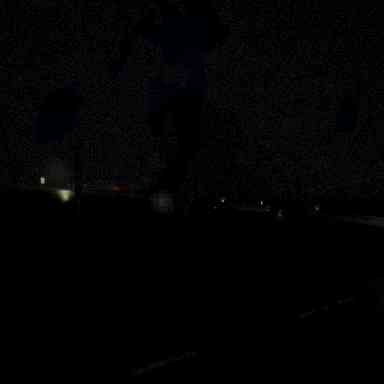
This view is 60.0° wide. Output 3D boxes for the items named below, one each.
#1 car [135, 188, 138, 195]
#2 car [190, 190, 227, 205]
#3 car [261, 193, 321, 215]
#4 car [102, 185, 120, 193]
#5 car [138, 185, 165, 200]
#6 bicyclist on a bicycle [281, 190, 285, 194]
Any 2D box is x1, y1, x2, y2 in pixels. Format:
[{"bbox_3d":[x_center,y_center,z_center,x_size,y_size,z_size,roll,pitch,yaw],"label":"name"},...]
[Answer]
[{"bbox_3d":[-7.105,-0.306,51.529,2.097,1.767,4.553,0,2,-35],"label":"car"},{"bbox_3d":[1.587,0.513,34.241,2.128,1.511,4.902,0,2,-35],"label":"car"},{"bbox_3d":[7.581,0.897,25.821,2.128,1.511,4.902,0,2,-35],"label":"car"},{"bbox_3d":[-15.404,-0.662,63.186,1.882,1.535,5.008,0,2,-36],"label":"car"},{"bbox_3d":[-4.533,0.188,42.850,2.033,1.411,5.357,0,2,-35],"label":"car"},{"bbox_3d":[9.210,0.666,33.852,1.656,1.620,0.582,0,2,-35],"label":"bicyclist on a bicycle"}]
